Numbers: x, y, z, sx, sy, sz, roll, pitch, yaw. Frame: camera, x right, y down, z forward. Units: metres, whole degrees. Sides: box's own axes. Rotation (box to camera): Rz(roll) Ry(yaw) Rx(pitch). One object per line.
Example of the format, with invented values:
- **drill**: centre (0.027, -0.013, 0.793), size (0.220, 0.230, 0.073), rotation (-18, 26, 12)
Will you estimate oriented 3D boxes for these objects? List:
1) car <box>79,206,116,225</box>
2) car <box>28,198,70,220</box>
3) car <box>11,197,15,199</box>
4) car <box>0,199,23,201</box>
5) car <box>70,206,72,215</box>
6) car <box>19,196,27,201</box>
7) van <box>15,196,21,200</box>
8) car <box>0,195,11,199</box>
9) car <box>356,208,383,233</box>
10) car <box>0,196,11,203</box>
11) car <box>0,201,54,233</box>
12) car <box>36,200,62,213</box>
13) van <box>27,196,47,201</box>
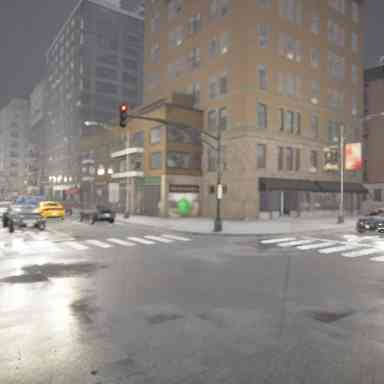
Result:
- **car**: centre (-7.304, 1.687, 25.527), size (1.947, 1.339, 4.313), rotation (1, -1, -35)
- **car**: centre (-12.218, 1.564, 28.110), size (1.882, 1.535, 5.008), rotation (1, -1, -35)
- **car**: centre (-35.893, 1.617, 66.056), size (1.967, 1.590, 4.097), rotation (1, -1, -35)
- **car**: centre (-15.560, 1.571, 27.713), size (1.812, 1.442, 4.674), rotation (1, -1, -35)
- **car**: centre (-13.658, 1.708, 34.534), size (1.802, 1.307, 4.206), rotation (1, -1, -35)
- **car**: centre (-23.187, 1.693, 48.043), size (2.008, 1.369, 4.403), rotation (1, -1, -35)
- **van**: centre (-26.362, 1.491, 52.547), size (1.690, 1.788, 3.998), rotation (1, -1, -35)
- **car**: centre (-21.378, 1.404, 35.990), size (2.097, 1.767, 4.553), rotation (1, -1, -35)
- **car**: centre (11.826, 1.732, 20.094), size (4.892, 1.490, 1.837), rotation (1, 0, -36)
- **car**: centre (-42.247, 1.634, 75.063), size (1.967, 1.590, 4.097), rotation (1, -1, -35)
- **car**: centre (-10.218, 1.533, 20.139), size (2.128, 1.511, 4.902), rotation (1, -1, -35)
- **car**: centre (-16.834, 1.697, 39.037), size (1.947, 1.339, 4.313), rotation (1, -1, -35)
- **van**: centre (-20.008, 1.477, 43.542), size (1.690, 1.788, 3.998), rotation (1, -1, -35)
